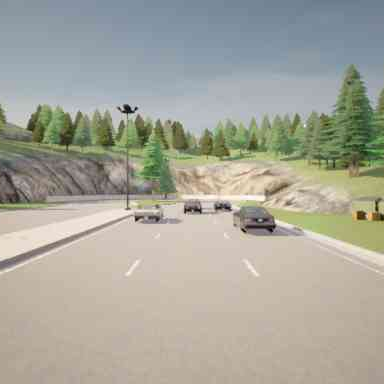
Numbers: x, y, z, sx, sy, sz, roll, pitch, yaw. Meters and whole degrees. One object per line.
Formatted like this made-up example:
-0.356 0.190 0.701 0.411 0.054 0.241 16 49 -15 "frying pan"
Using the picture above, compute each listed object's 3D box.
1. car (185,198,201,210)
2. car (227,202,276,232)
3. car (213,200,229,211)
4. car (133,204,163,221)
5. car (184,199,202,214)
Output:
0.185 1.564 44.440 1.994 1.385 4.181 0 0 2 "car"
3.600 1.547 20.006 2.033 1.411 5.357 0 0 0 "car"
3.621 1.601 40.395 1.895 1.301 4.718 0 0 0 "car"
-3.400 1.601 26.749 1.895 1.301 4.718 0 0 0 "car"
0.099 1.601 35.671 1.895 1.301 4.718 0 0 0 "car"
